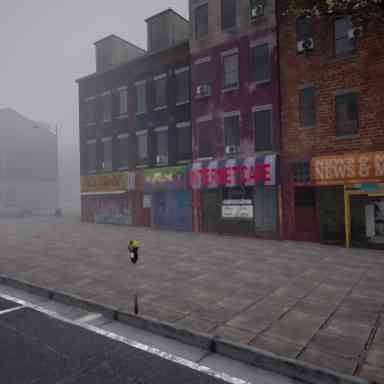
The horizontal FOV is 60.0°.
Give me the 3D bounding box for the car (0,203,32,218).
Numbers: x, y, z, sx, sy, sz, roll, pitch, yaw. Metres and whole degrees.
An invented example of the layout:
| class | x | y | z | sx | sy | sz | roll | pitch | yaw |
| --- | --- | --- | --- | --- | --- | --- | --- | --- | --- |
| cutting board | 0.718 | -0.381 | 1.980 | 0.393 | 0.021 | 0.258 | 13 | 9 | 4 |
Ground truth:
| class | x | y | z | sx | sy | sz | roll | pitch | yaw |
| --- | --- | --- | --- | --- | --- | --- | --- | --- | --- |
| car | -16.249 | 1.631 | 28.974 | 1.994 | 1.385 | 4.181 | -2 | -1 | 36 |
